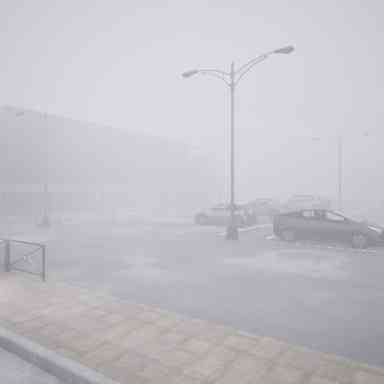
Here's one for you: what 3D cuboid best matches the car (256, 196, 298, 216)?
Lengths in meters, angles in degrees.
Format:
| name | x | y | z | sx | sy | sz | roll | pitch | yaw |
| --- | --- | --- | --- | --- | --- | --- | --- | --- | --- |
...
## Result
| name | x | y | z | sx | sy | sz | roll | pitch | yaw |
| --- | --- | --- | --- | --- | --- | --- | --- | --- | --- |
| car | 5.542 | 1.345 | 26.836 | 5.027 | 1.636 | 2.152 | 0 | 0 | 35 |

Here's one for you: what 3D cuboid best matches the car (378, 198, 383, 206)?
| name | x | y | z | sx | sy | sz | roll | pitch | yaw |
| --- | --- | --- | --- | --- | --- | --- | --- | --- | --- |
| car | 29.339 | 1.576 | 48.393 | 3.806 | 1.475 | 1.970 | 0 | 0 | 35 |

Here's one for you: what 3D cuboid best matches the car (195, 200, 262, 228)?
| name | x | y | z | sx | sy | sz | roll | pitch | yaw |
| --- | --- | --- | --- | --- | --- | --- | --- | --- | --- |
| car | 2.129 | 1.424 | 21.392 | 3.806 | 1.475 | 1.970 | 0 | 0 | 35 |

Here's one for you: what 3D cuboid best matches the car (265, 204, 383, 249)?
| name | x | y | z | sx | sy | sz | roll | pitch | yaw |
| --- | --- | --- | --- | --- | --- | --- | --- | --- | --- |
| car | 5.807 | 1.490 | 14.351 | 4.514 | 1.523 | 2.007 | 0 | 0 | 35 |

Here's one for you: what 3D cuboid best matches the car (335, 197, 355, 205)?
| name | x | y | z | sx | sy | sz | roll | pitch | yaw |
| --- | --- | --- | --- | --- | --- | --- | --- | --- | --- |
| car | 24.966 | 1.565 | 55.089 | 3.633 | 1.501 | 1.845 | 0 | 0 | 35 |

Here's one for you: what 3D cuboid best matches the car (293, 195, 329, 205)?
| name | x | y | z | sx | sy | sz | roll | pitch | yaw |
| --- | --- | --- | --- | --- | --- | --- | --- | --- | --- |
| car | 12.875 | 1.269 | 37.321 | 3.866 | 1.878 | 1.905 | 0 | 0 | 35 |

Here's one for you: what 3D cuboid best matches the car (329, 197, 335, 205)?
| name | x | y | z | sx | sy | sz | roll | pitch | yaw |
| --- | --- | --- | --- | --- | --- | --- | --- | --- | --- |
| car | 14.202 | 1.289 | 39.938 | 4.605 | 1.855 | 1.932 | 0 | 0 | 35 |
